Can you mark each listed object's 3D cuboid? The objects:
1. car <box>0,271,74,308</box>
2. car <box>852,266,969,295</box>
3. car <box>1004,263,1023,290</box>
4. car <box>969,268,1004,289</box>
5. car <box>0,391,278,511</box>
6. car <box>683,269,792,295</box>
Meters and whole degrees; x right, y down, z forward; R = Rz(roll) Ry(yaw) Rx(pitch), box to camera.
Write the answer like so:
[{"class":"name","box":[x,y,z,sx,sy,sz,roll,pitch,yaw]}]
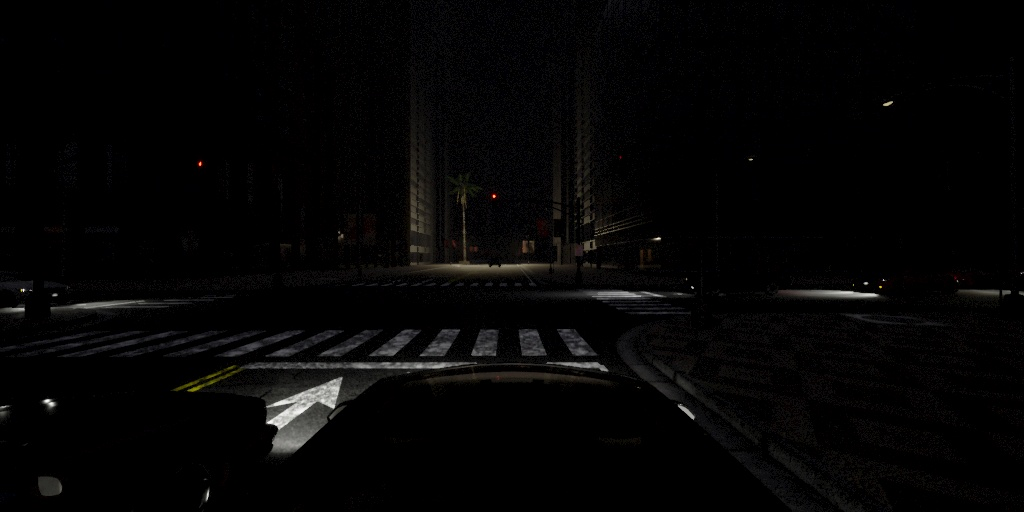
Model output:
[{"class":"car","box":[-21.378,1.354,14.979,4.674,1.442,1.812,0,0,1]},{"class":"car","box":[20.628,1.251,18.901,4.181,1.385,1.994,0,0,-1]},{"class":"car","box":[29.974,1.011,19.064,4.553,1.767,2.097,0,0,-1]},{"class":"car","box":[26.427,1.273,21.759,4.207,1.307,1.802,0,0,-1]},{"class":"car","box":[-3.176,1.297,0.755,2.033,1.411,5.357,0,0,4]},{"class":"car","box":[11.619,1.319,18.750,4.718,1.301,1.895,0,0,-1]}]
